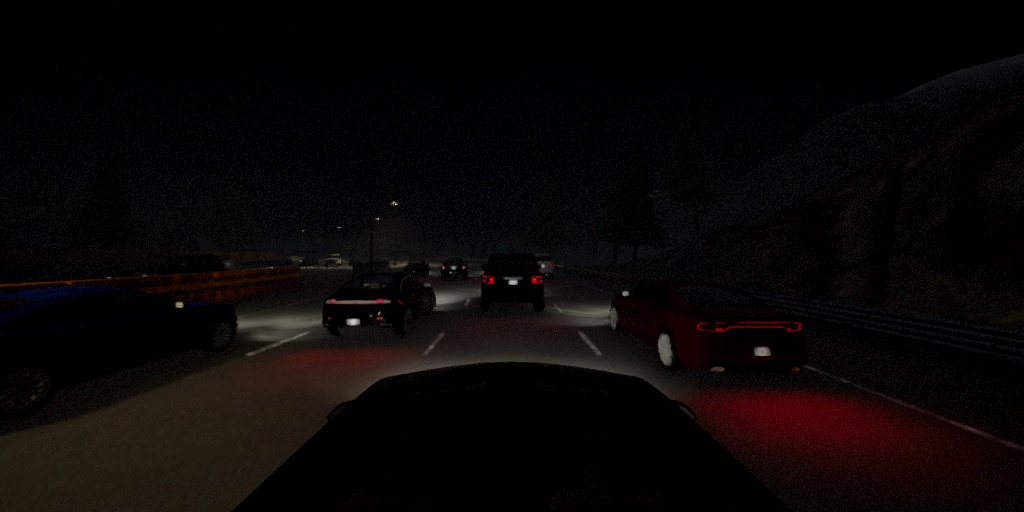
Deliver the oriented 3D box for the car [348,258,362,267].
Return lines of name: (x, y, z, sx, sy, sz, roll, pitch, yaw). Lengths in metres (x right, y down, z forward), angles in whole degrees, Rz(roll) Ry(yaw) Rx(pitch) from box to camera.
car: (-26.045, 1.036, 59.845, 2.033, 1.411, 5.357, 0, 0, -18)

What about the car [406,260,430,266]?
car: (-8.705, 1.101, 33.068, 2.128, 1.511, 4.902, 0, 0, -8)

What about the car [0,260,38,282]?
car: (-24.928, 1.046, 17.337, 2.097, 1.767, 4.553, 0, 0, -3)

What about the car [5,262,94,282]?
car: (-21.482, 1.180, 18.430, 2.128, 1.511, 4.902, 0, 0, -4)

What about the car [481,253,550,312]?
car: (-0.037, 0.914, 14.101, 2.150, 2.045, 5.566, 0, 0, -2)

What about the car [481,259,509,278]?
car: (-1.654, 1.095, 33.104, 2.128, 1.511, 4.902, 0, 0, -8)

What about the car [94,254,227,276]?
car: (-18.000, 0.905, 19.150, 2.150, 2.045, 5.566, 0, 0, -4)

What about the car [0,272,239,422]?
car: (-6.918, 1.213, 5.807, 1.882, 1.535, 5.008, 0, 1, 0)

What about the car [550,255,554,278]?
car: (2.151, 0.831, 31.373, 2.150, 2.045, 5.566, 0, 0, -7)

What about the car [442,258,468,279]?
car: (-4.818, 0.970, 30.183, 2.097, 1.767, 4.553, 0, 0, -7)

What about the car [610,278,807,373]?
car: (3.563, 1.197, 7.619, 1.882, 1.535, 5.008, 0, 1, -1)

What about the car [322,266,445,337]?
car: (-3.476, 1.205, 10.196, 2.128, 1.511, 4.902, 0, 0, -1)
